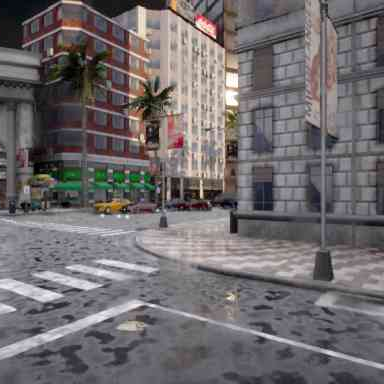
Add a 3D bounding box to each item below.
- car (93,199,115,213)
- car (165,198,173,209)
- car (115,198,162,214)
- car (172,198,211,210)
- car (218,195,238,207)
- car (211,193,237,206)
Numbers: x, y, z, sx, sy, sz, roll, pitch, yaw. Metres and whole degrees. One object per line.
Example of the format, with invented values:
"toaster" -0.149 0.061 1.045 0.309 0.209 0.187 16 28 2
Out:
"car" -8.609 1.477 36.790 1.882 1.535 5.008 0 0 36
"car" -2.477 1.547 45.158 2.033 1.411 5.357 0 0 37
"car" -5.585 1.564 34.991 1.994 1.385 4.181 0 0 36
"car" 0.061 1.601 42.653 1.895 1.301 4.718 0 0 37
"car" 6.514 1.601 50.501 1.895 1.301 4.718 0 0 45
"car" 5.325 1.221 54.209 5.566 2.045 2.150 0 0 -43
